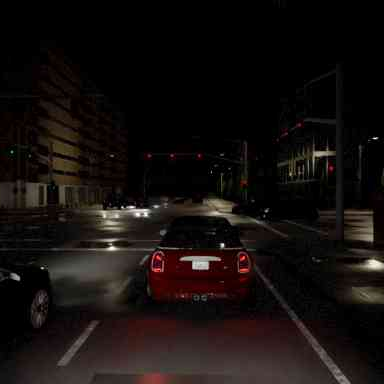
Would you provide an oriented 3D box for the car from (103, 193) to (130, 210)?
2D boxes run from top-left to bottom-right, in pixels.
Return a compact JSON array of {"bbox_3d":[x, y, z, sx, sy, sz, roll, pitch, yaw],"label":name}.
[{"bbox_3d":[-10.149,1.221,44.159,2.150,2.045,5.566,0,0,1],"label":"car"}]

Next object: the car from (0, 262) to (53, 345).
[{"bbox_3d":[-3.394,1.492,3.933,2.128,1.511,4.902,0,0,1],"label":"car"}]

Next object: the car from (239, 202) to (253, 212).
[{"bbox_3d":[6.285,1.528,31.075,5.008,1.535,1.882,0,0,15],"label":"car"}]

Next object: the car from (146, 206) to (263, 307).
[{"bbox_3d":[0.223,1.352,8.161,2.097,1.767,4.553,0,0,2],"label":"car"}]

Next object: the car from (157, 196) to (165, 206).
[{"bbox_3d":[-6.332,1.547,56.590,2.033,1.411,5.357,0,0,2],"label":"car"}]

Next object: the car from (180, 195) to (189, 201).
[{"bbox_3d":[-1.927,1.540,83.989,2.033,1.411,5.357,0,0,2],"label":"car"}]

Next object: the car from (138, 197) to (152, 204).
[{"bbox_3d":[-9.441,1.600,67.390,1.895,1.301,4.718,0,0,2],"label":"car"}]

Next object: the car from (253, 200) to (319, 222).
[{"bbox_3d":[7.525,1.408,26.289,4.553,1.767,2.097,0,0,-4],"label":"car"}]

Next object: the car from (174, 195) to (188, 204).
[{"bbox_3d":[-2.398,1.491,65.012,2.128,1.511,4.902,0,0,2],"label":"car"}]

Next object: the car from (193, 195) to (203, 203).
[{"bbox_3d":[1.149,1.477,66.540,1.882,1.535,5.008,0,0,2],"label":"car"}]

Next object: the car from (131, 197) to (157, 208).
[{"bbox_3d":[-6.593,1.491,46.582,2.128,1.511,4.902,0,0,1],"label":"car"}]

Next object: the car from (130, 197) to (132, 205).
[{"bbox_3d":[-9.927,1.564,53.572,1.994,1.385,4.181,0,0,2],"label":"car"}]

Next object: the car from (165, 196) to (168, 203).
[{"bbox_3d":[-5.915,1.526,68.189,1.812,1.442,4.674,0,0,2],"label":"car"}]

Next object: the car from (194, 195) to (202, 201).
[{"bbox_3d":[1.573,1.525,83.918,2.128,1.511,4.902,0,0,2],"label":"car"}]
